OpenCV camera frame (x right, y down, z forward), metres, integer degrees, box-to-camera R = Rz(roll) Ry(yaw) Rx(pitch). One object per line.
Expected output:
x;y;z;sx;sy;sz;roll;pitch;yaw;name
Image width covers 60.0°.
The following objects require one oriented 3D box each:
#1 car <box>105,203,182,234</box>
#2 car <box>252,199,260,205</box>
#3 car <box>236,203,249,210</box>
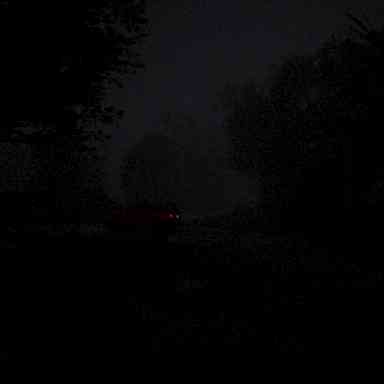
-3.465;1.800;23.674;5.566;2.045;2.150;-1;-2;23;car
17.387;2.617;90.370;2.128;1.511;4.902;-1;2;14;car
10.101;2.906;66.844;2.033;1.411;5.357;-2;-1;20;car
